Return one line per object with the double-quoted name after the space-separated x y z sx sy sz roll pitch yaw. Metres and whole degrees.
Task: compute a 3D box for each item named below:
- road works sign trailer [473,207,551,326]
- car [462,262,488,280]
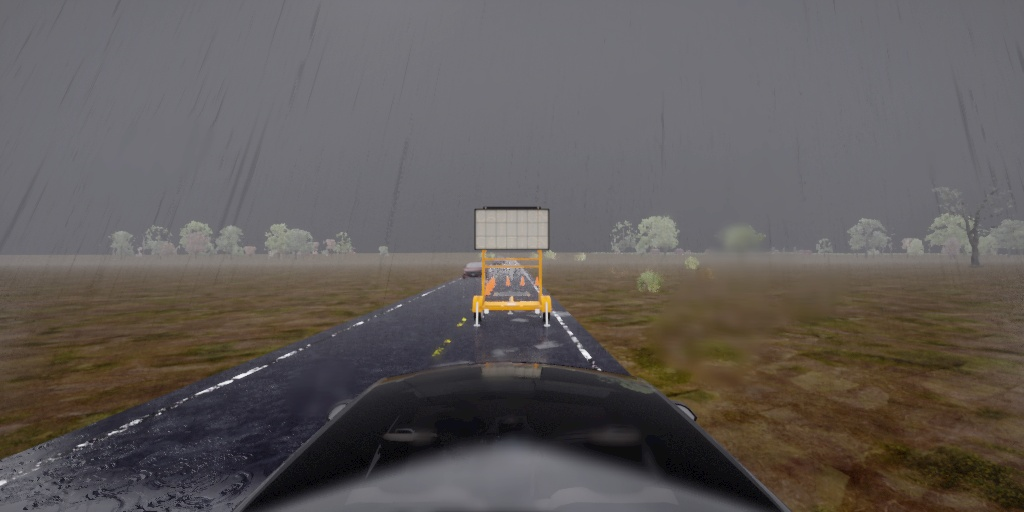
-0.001 0.214 11.611 2.380 3.560 2.880 0 0 0 "road works sign trailer"
-3.100 1.227 30.989 1.882 1.535 5.008 0 0 0 "car"
